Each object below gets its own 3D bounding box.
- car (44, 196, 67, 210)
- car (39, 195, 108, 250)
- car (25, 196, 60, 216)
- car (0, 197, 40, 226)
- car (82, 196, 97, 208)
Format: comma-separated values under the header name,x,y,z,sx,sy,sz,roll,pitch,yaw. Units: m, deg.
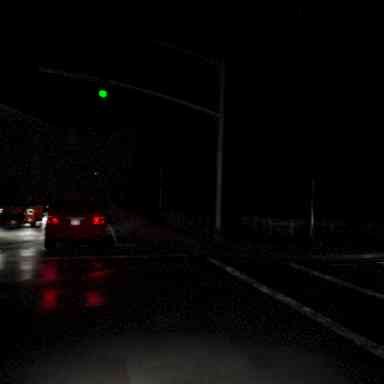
name,x,y,z,sx,sy,sz,roll,pitch,yaw
car,-16.082,1.269,39.447,1.994,1.385,4.181,2,0,-16
car,-4.822,1.152,14.173,2.150,2.045,5.566,2,-1,-16
car,-13.321,1.225,29.955,2.128,1.511,4.902,2,0,-16
car,-10.638,1.113,20.847,2.097,1.767,4.553,2,0,-16
car,-14.374,1.335,46.576,1.837,1.490,4.892,2,0,-16
